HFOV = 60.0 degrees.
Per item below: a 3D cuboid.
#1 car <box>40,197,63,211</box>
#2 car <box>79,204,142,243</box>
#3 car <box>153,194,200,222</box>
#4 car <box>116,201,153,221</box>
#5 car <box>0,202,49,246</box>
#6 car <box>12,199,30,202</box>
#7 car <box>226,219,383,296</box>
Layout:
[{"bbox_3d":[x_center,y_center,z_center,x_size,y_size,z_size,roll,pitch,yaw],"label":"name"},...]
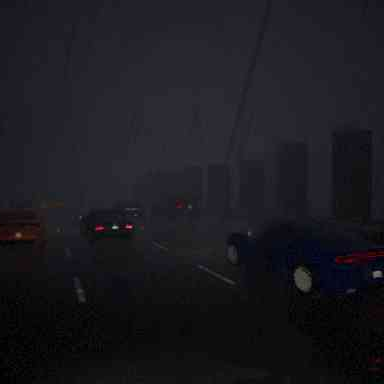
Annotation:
[{"bbox_3d":[-15.985,1.368,37.758,1.882,1.535,5.008,0,-1,-32],"label":"car"},{"bbox_3d":[-4.236,1.505,15.980,2.033,1.411,5.357,0,0,-25],"label":"car"},{"bbox_3d":[-1.375,1.162,26.109,2.150,2.045,5.566,0,0,-27],"label":"car"},{"bbox_3d":[-5.068,1.427,25.597,2.128,1.511,4.902,0,0,-27],"label":"car"},{"bbox_3d":[-7.423,1.433,14.475,1.882,1.535,5.008,0,0,-25],"label":"car"},{"bbox_3d":[-15.952,1.383,30.943,1.882,1.535,5.008,0,0,-30],"label":"car"},{"bbox_3d":[2.698,1.462,8.846,1.882,1.535,5.008,0,0,-23],"label":"car"}]
